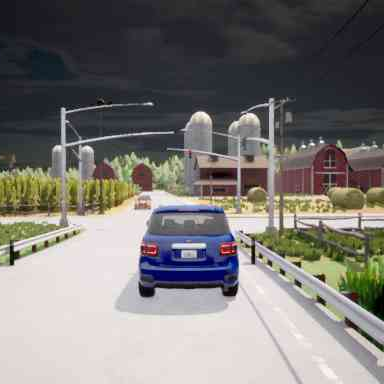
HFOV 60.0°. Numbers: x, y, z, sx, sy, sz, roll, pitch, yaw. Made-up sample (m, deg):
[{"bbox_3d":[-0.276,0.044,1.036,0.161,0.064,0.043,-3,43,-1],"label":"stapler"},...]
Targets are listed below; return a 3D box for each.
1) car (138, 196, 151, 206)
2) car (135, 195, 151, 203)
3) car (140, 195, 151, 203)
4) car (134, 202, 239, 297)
[{"bbox_3d":[-7.601,1.382,53.157,1.994,1.385,4.181,0,1,-8],"label":"car"},{"bbox_3d":[-6.390,1.326,43.495,2.097,1.767,4.553,0,1,-7],"label":"car"},{"bbox_3d":[-8.849,1.220,63.121,1.994,1.385,4.181,0,1,-7],"label":"car"},{"bbox_3d":[-0.109,1.363,9.040,2.150,2.045,5.566,0,-2,-1],"label":"car"}]
